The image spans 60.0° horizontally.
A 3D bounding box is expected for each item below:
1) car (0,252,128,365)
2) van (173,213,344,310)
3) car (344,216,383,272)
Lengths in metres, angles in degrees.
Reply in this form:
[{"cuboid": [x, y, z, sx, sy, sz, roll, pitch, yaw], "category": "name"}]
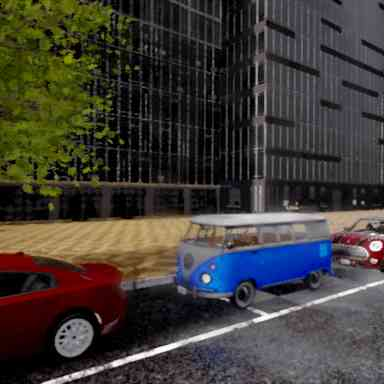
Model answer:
[{"cuboid": [-3.092, 1.544, 4.353, 4.507, 1.381, 1.887, 1, 0, -36], "category": "car"}, {"cuboid": [1.523, 1.392, 7.649, 3.998, 1.788, 1.690, 1, 0, -36], "category": "van"}, {"cuboid": [6.134, 1.543, 10.943, 4.097, 1.590, 1.967, 1, 0, -36], "category": "car"}]
